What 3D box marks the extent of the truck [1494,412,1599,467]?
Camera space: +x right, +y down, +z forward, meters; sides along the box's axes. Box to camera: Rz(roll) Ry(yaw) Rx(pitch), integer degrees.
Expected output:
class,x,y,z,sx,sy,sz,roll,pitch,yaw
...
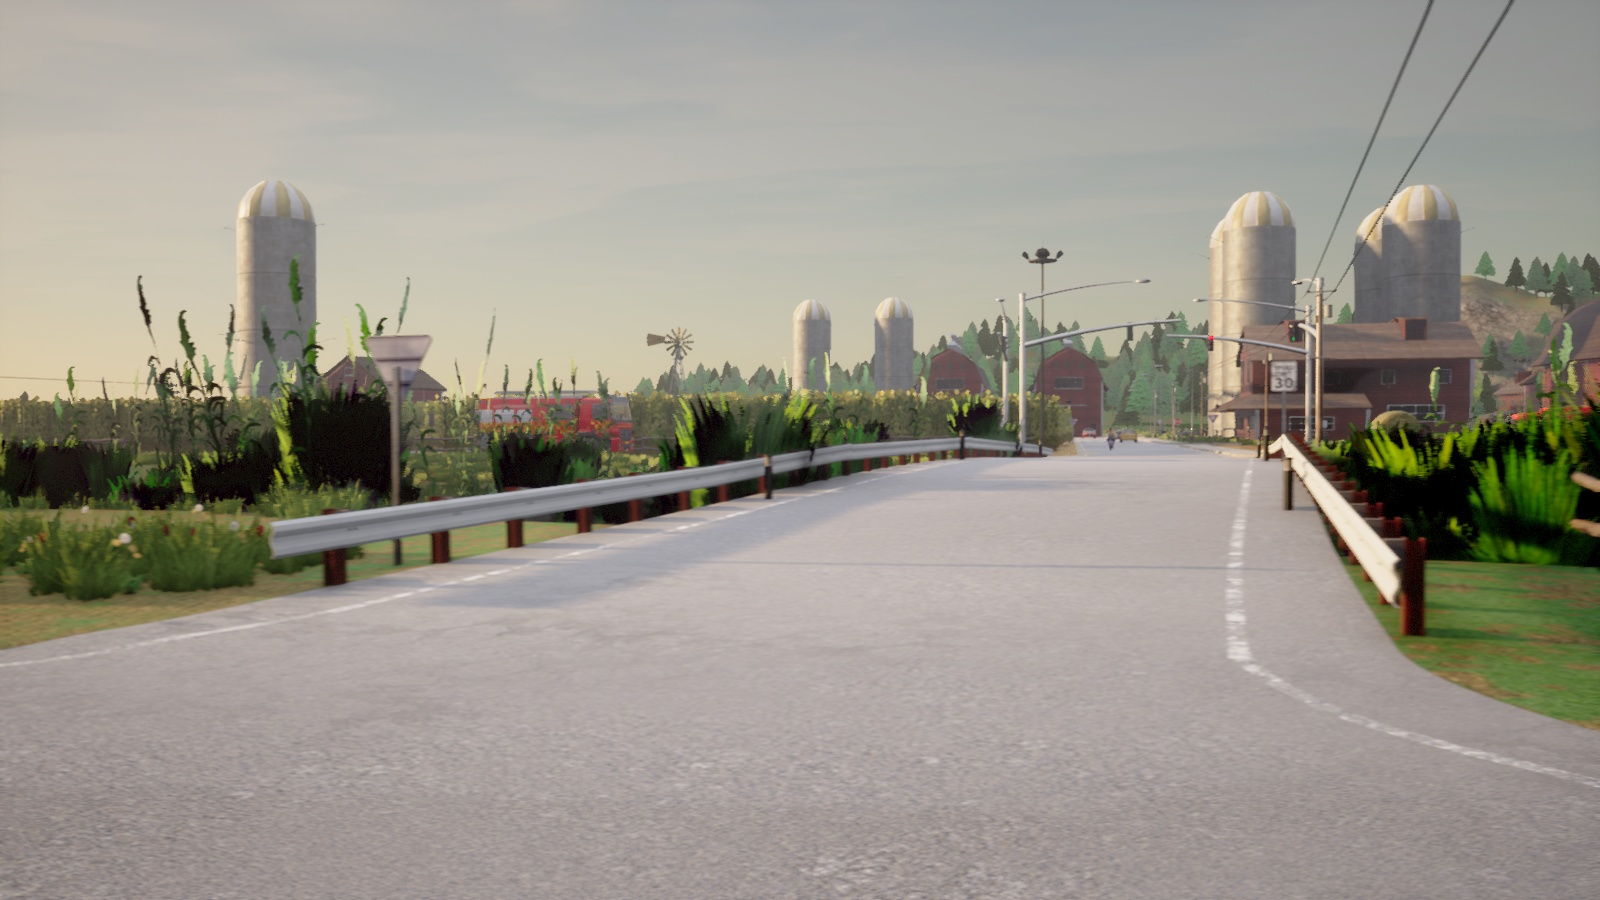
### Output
class,x,y,z,sx,sy,sz,roll,pitch,yaw
truck,35.609,-0.508,58.526,5.204,2.467,2.627,0,1,15

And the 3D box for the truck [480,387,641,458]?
class,x,y,z,sx,sy,sz,roll,pitch,yaw
truck,-13.496,-1.554,70.817,8.468,3.827,2.891,0,1,12
